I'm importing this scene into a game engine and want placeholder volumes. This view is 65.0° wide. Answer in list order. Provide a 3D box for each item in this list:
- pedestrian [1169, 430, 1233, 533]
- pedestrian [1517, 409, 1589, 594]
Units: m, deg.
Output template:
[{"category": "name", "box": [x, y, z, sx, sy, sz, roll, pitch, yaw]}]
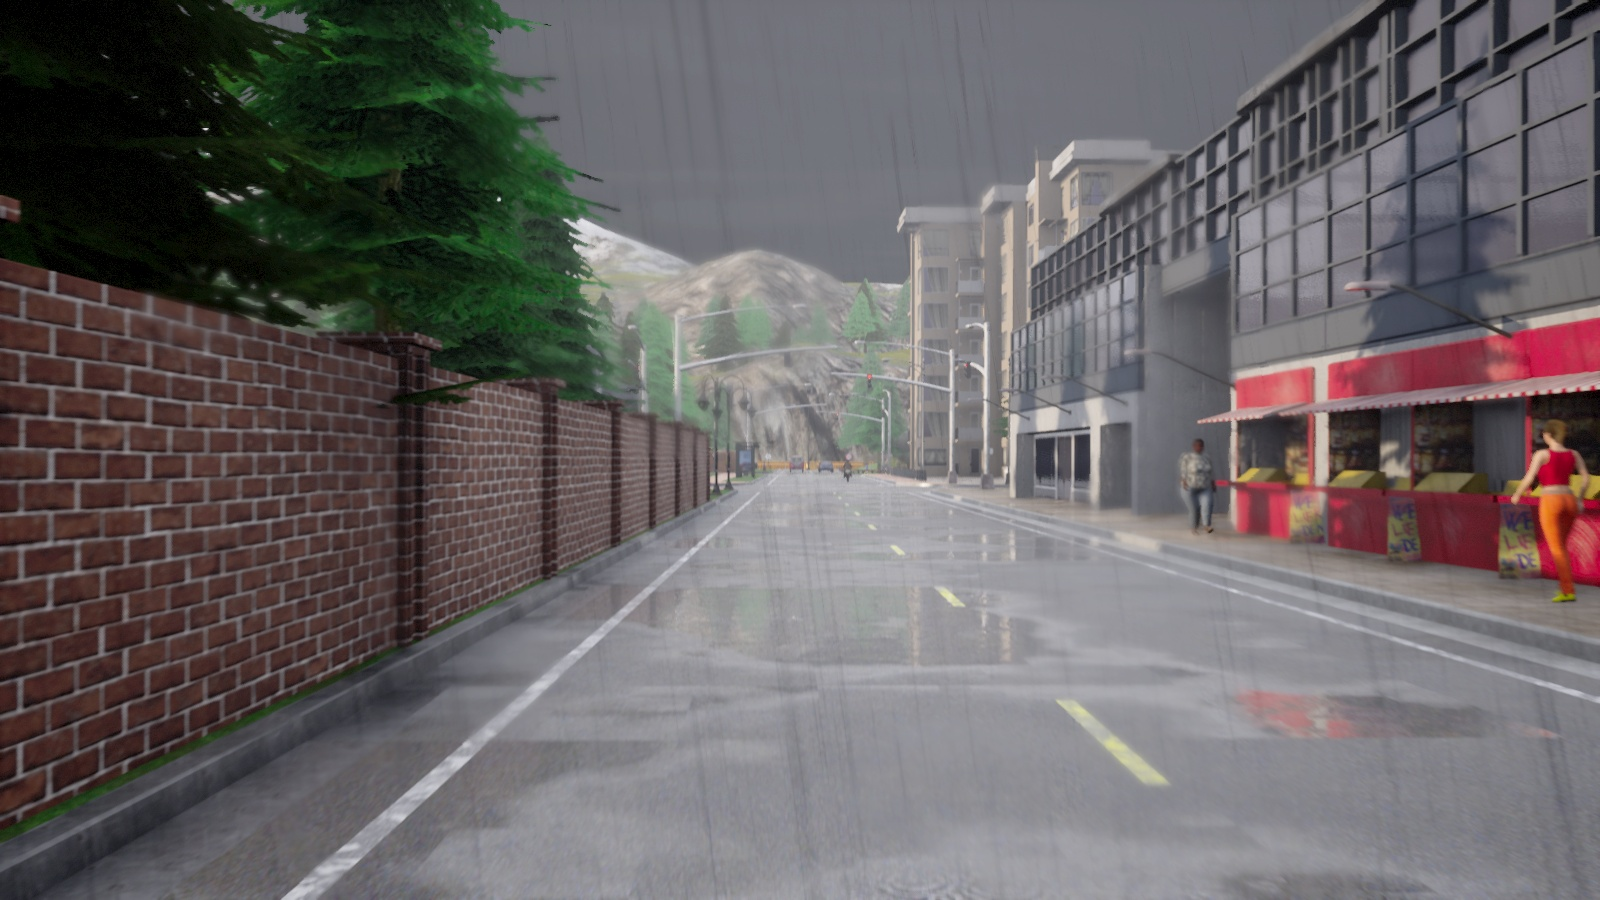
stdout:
[{"category": "pedestrian", "box": [7.406, 0.575, 23.218, 0.874, 1.855, 0.900, 0, 0, -1]}, {"category": "pedestrian", "box": [7.650, 0.511, 12.770, 0.345, 1.836, 0.594, 0, 0, -2]}]
